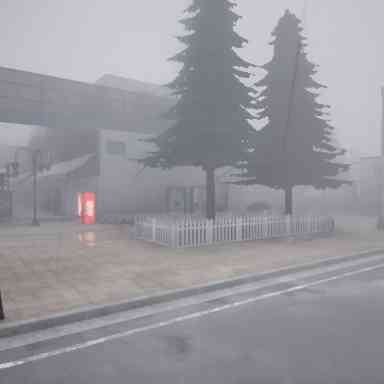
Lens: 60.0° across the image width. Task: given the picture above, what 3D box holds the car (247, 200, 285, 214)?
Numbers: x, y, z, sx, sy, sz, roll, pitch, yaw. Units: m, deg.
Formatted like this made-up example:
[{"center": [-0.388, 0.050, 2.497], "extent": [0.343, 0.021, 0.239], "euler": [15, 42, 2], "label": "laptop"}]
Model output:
[{"center": [7.569, 1.549, 33.733], "extent": [1.994, 1.385, 4.181], "euler": [0, 0, -34], "label": "car"}]
